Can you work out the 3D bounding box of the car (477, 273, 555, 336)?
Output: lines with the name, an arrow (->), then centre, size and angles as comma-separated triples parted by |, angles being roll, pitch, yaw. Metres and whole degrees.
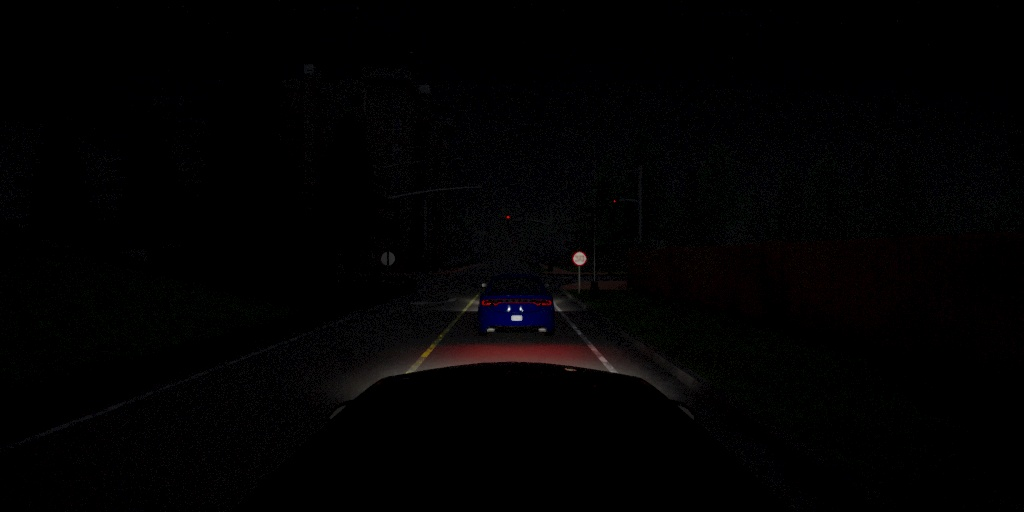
car -> 0.100, 1.228, 10.438 | 1.882, 1.535, 5.008 | 0, 0, 0
